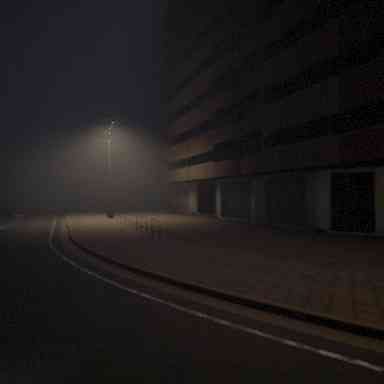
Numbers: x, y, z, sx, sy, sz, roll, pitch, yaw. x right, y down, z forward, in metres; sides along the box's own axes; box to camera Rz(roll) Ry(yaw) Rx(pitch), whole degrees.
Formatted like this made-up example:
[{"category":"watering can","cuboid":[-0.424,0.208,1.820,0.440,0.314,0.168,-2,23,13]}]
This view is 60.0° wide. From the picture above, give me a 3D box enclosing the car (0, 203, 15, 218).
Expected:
[{"category":"car","cuboid":[-19.463,1.883,33.994,1.812,1.442,4.674,0,0,-21]}]
